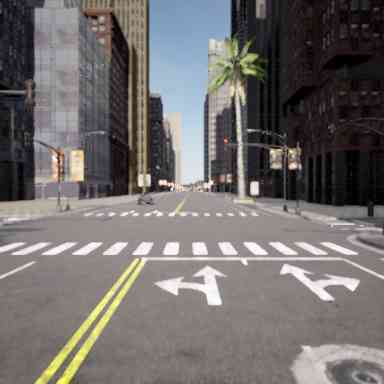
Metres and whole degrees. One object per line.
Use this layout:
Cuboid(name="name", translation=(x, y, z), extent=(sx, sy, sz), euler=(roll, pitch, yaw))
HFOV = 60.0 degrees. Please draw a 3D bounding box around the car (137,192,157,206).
Cuboid(name="car", translation=(-6.513, 1.157, 46.834), extent=(1.882, 1.535, 5.008), euler=(0, 2, 0))
